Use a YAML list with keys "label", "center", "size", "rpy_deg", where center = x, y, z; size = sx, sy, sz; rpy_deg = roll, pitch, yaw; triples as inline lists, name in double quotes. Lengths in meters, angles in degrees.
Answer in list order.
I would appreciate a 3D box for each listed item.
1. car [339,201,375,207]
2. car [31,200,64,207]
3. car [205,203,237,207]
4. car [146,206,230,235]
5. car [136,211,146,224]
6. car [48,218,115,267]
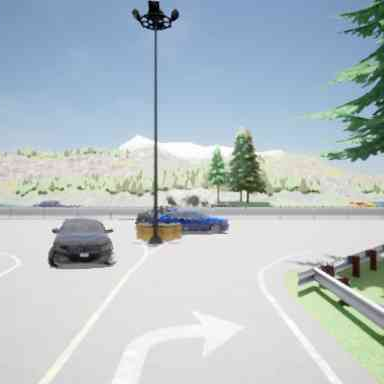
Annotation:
- label: "car"
  center: [24.432, 2.093, 49.432]
  size: [5.008, 1.535, 1.882]
  rpy_deg: [0, -1, 0]
- label: "car"
  center: [-21.512, 1.984, 49.337]
  size: [4.553, 1.767, 2.097]
  rpy_deg: [0, 0, 0]
- label: "car"
  center: [4.201, 2.224, 49.397]
  size: [4.718, 1.301, 1.895]
  rpy_deg: [0, 0, 0]
- label: "car"
  center: [-0.161, 1.858, 21.193]
  size: [5.008, 1.535, 1.882]
  rpy_deg: [0, 0, 0]
- label: "car"
  center: [-1.691, 1.916, 24.689]
  size: [4.892, 1.490, 1.837]
  rpy_deg: [0, 0, 0]
- label: "car"
  center: [-4.098, 1.746, 12.495]
  size: [1.882, 1.535, 5.008]
  rpy_deg: [2, -3, -19]
